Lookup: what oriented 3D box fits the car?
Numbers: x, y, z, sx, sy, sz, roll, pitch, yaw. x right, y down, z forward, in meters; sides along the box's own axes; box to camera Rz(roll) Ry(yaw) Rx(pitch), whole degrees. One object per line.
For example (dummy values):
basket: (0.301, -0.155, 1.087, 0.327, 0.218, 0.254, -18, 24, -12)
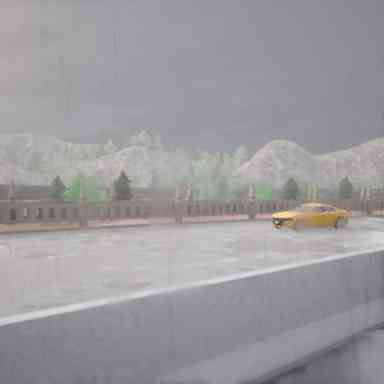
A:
car: (7.051, 1.444, 19.826, 5.008, 1.535, 1.882, 0, 0, -25)
